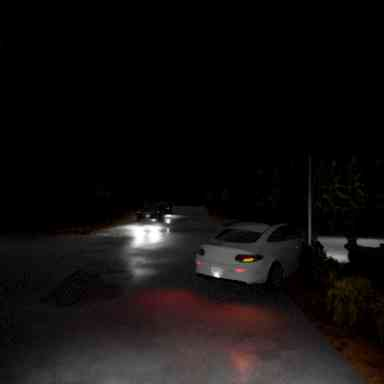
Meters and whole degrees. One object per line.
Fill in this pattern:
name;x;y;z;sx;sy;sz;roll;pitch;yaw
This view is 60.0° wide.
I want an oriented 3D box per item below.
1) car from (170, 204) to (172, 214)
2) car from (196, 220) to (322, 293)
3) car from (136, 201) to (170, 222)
car;-3.184;1.701;36.708;1.812;1.442;4.674;0;-1;0
car;1.938;1.466;8.867;1.812;1.442;4.674;1;1;38
car;-3.197;1.499;26.444;2.128;1.511;4.902;0;-1;0
